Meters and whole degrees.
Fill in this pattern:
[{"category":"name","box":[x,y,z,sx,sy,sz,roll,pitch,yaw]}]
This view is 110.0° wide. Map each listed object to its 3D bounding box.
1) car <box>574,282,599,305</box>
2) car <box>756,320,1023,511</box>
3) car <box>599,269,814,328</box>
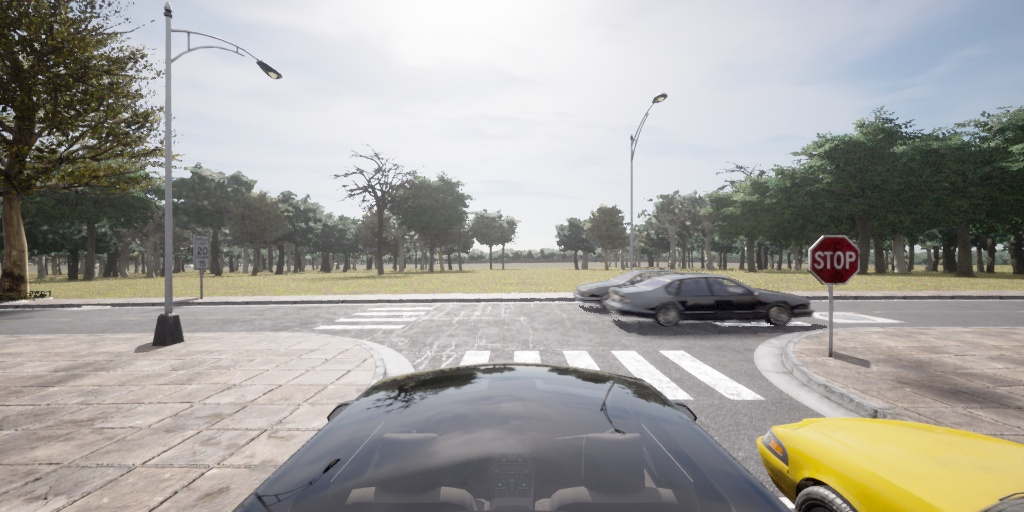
[{"category":"car","box":[5.112,1.222,13.512,5.357,1.411,2.033,0,0,1]},{"category":"car","box":[2.628,1.275,0.626,1.751,1.417,4.829,0,0,0]},{"category":"car","box":[5.560,1.231,10.551,5.357,1.411,2.033,-1,0,1]}]
